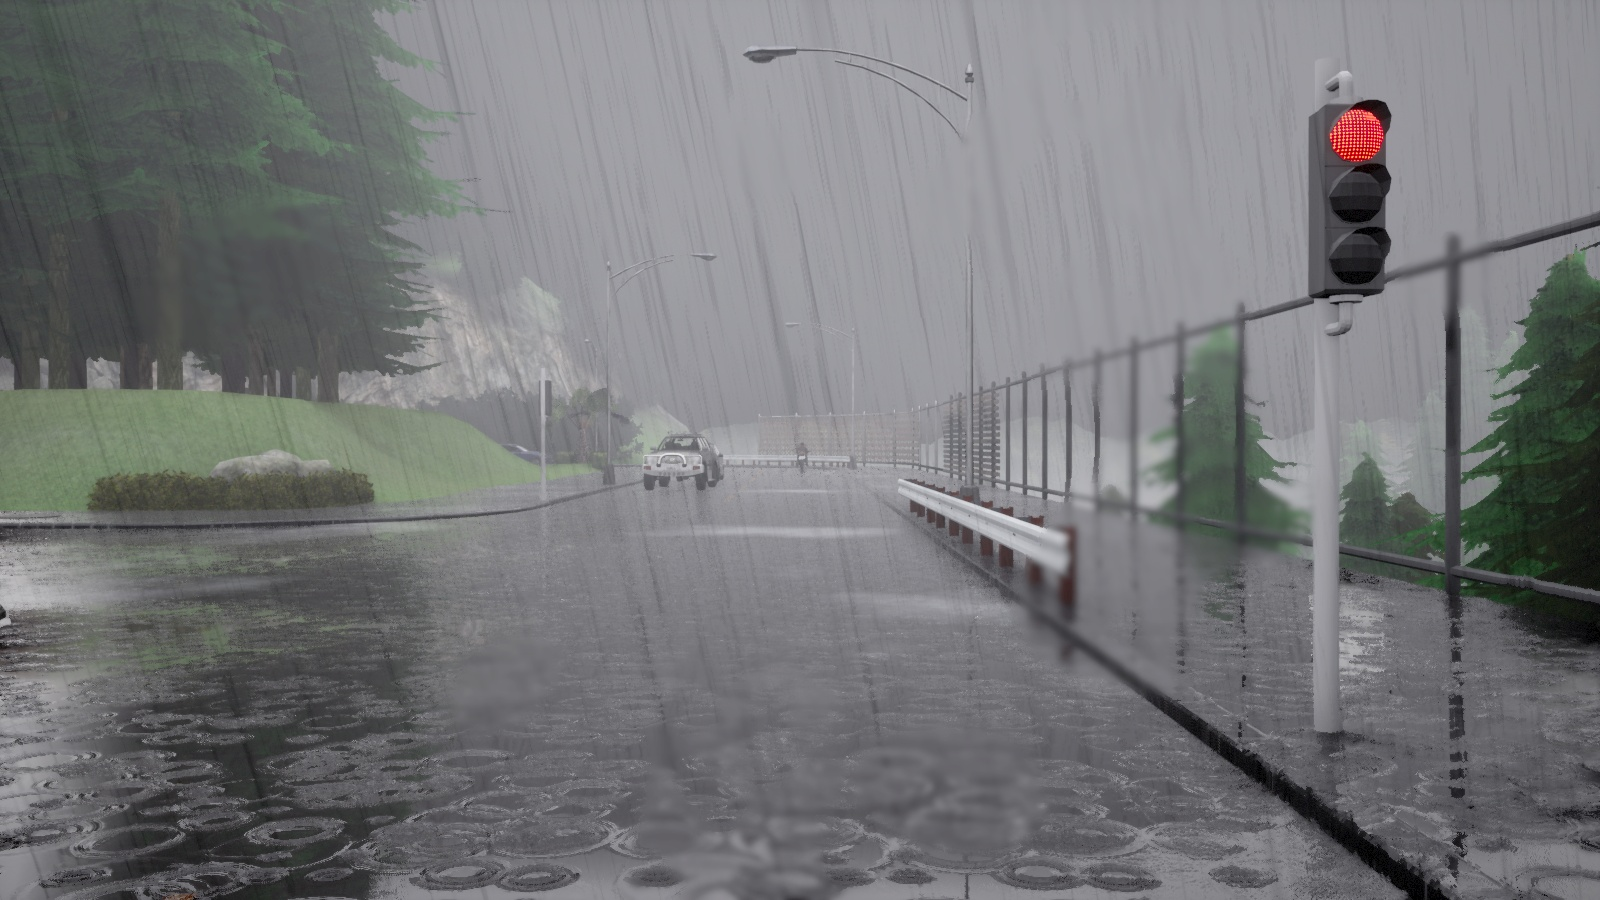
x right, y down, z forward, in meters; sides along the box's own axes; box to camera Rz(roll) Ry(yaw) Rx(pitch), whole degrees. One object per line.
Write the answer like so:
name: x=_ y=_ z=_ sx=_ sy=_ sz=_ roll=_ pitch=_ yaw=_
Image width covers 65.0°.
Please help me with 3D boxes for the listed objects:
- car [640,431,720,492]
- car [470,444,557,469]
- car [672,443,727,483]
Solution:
car: x=-3.834 y=0.330 z=40.803 sx=1.932 sy=1.855 sz=4.605 roll=0 pitch=0 yaw=3
car: x=-16.708 y=0.344 z=73.458 sx=4.674 sy=1.442 sz=1.812 roll=0 pitch=0 yaw=0
car: x=-3.912 y=0.478 z=49.425 sx=1.845 sy=1.501 sz=3.633 roll=0 pitch=0 yaw=0
